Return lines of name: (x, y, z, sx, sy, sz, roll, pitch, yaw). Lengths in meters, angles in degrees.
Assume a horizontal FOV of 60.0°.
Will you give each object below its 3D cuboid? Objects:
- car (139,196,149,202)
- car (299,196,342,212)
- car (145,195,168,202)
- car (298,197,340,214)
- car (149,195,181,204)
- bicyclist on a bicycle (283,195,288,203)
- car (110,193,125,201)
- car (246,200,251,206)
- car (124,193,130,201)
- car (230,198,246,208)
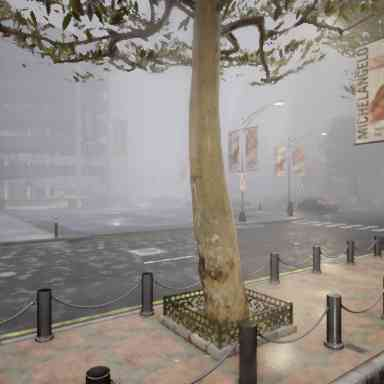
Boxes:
car: (-9.545, 1.524, 74.225, 4.674, 1.442, 1.812, 0, 0, 26)
car: (15.536, 1.351, 40.425, 2.097, 1.767, 4.553, 0, 0, -36)
car: (-8.332, 1.525, 77.525, 4.902, 1.511, 2.128, 0, 0, 26)
car: (13.553, 1.524, 36.092, 1.812, 1.442, 4.674, 0, 0, -27)
car: (-5.160, 1.548, 62.094, 5.357, 1.411, 2.033, 0, 0, 44)
bicyclist on a bicycle: (17.569, 1.300, 62.357, 1.656, 1.620, 0.582, 0, 0, -36)
car: (-18.822, 1.545, 77.848, 4.718, 1.301, 1.895, 0, 0, 11)
car: (7.189, 1.564, 51.965, 1.994, 1.385, 4.181, 0, 0, -36)
car: (-17.889, 1.165, 81.222, 5.566, 2.045, 2.150, 0, 0, 11)
car: (5.019, 1.547, 49.039, 2.033, 1.411, 5.357, 0, 0, -36)
